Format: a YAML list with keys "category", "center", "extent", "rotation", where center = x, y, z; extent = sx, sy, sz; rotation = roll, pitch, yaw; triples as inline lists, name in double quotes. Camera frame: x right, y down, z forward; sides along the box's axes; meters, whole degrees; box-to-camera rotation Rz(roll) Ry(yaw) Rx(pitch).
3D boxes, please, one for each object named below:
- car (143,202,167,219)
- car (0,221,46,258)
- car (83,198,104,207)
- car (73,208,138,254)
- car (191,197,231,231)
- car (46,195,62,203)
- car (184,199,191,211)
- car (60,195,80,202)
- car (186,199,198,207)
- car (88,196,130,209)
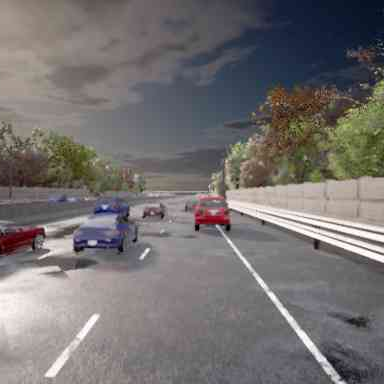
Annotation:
- category: "car"
  center: [-3.404, 1.662, 30.854]
  extent: [1.812, 1.442, 4.674]
  rotation: [0, 0, 0]
- category: "car"
  center: [-6.901, 1.644, 11.513]
  extent: [1.895, 1.301, 4.718]
  rotation: [0, 0, 0]
- category: "car"
  center: [-17.533, 1.830, 59.348]
  extent: [2.033, 1.411, 5.357]
  rotation: [0, 0, 1]
- category: "car"
  center: [-3.402, 1.578, 13.676]
  extent: [1.812, 1.442, 4.674]
  rotation: [0, 0, 0]
- category: "car"
  center: [1.221, 1.314, 21.475]
  extent: [2.150, 2.045, 5.566]
  rotation: [0, 0, 0]
- category: "car"
  center: [-24.521, 1.511, 60.804]
  extent: [2.150, 2.045, 5.566]
  rotation: [0, 0, 0]
- category: "car"
  center: [0.026, 1.692, 43.534]
  extent: [2.128, 1.511, 4.902]
  rotation: [0, 0, 0]
- category: "car"
  center: [-21.047, 1.804, 58.655]
  extent: [1.812, 1.442, 4.674]
  rotation: [0, 0, 1]
- category: "car"
  center: [-0.009, 1.827, 55.915]
  extent: [1.994, 1.385, 4.181]
  rotation: [0, 0, 0]
- category: "car"
  center: [-6.908, 1.349, 29.048]
  extent: [2.150, 2.045, 5.566]
  rotation: [0, 0, 0]
